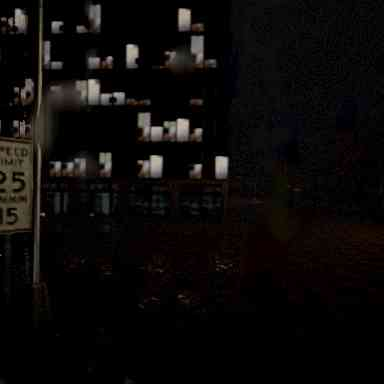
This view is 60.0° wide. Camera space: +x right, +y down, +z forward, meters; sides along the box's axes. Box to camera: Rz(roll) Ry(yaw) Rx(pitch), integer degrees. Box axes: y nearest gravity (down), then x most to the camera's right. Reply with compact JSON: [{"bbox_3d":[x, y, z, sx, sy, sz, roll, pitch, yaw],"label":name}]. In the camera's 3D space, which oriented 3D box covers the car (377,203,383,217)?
[{"bbox_3d":[18.412,1.574,29.730,2.128,1.511,4.902,1,0,4],"label":"car"}]
